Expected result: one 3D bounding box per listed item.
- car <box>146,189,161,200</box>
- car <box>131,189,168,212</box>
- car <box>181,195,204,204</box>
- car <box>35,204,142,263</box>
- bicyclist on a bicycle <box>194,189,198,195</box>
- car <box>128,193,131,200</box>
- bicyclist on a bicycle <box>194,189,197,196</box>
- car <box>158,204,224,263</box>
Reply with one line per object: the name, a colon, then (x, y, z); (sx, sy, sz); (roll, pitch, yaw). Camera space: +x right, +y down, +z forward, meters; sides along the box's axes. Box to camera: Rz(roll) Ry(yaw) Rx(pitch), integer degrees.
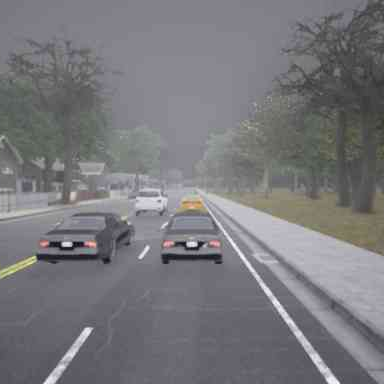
car: (-6.590, 0.436, 57.848); (2.097, 1.767, 4.553); (0, 1, 0)
car: (-3.230, 0.791, 27.251); (2.150, 2.045, 5.566); (0, 1, 1)
car: (0.039, 1.010, 29.501); (1.882, 1.535, 5.008); (0, 1, 0)
car: (-3.234, 1.370, 11.151); (2.033, 1.411, 5.357); (0, 1, 0)
bicyclist on a bicycle: (0.853, 0.267, 74.036); (0.866, 1.612, 1.509); (0, 1, 0)
car: (-9.837, 0.646, 57.887); (1.994, 1.385, 4.181); (0, 1, 0)
bicyclist on a bicycle: (0.852, 0.054, 83.032); (0.659, 1.776, 1.843); (0, 1, 0)
car: (0.016, 1.369, 11.171); (2.033, 1.411, 5.357); (0, 1, 0)
